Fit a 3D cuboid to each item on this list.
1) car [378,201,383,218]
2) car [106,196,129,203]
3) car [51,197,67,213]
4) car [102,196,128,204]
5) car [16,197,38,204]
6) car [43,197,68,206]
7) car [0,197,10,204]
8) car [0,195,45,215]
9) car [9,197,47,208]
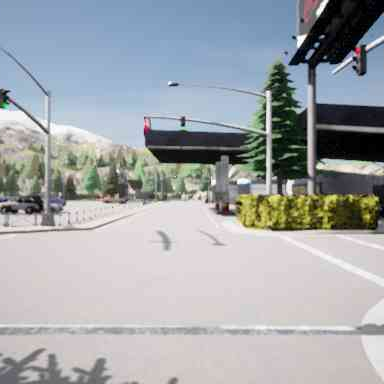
[{"bbox_3d":[17.228,1.661,32.756,2.242,1.667,4.611,0,0,-1],"label":"car"},{"bbox_3d":[-16.509,1.747,73.822,4.514,1.523,2.007,0,0,-1],"label":"car"},{"bbox_3d":[-16.184,1.562,36.430,3.806,1.475,1.970,0,0,-1],"label":"car"},{"bbox_3d":[-16.438,1.720,70.686,5.027,1.636,2.152,0,0,-1],"label":"car"},{"bbox_3d":[-35.105,1.775,70.722,3.806,1.475,1.970,0,0,-1],"label":"car"},{"bbox_3d":[-24.042,1.644,58.795,3.633,1.501,1.845,0,0,-1],"label":"car"},{"bbox_3d":[-42.543,1.780,73.658,3.633,1.501,1.845,0,0,-1],"label":"car"},{"bbox_3d":[-16.775,1.260,33.103,3.866,1.878,1.905,0,0,-1],"label":"car"},{"bbox_3d":[-24.025,1.568,48.802,4.514,1.523,2.007,0,0,-1],"label":"car"}]
